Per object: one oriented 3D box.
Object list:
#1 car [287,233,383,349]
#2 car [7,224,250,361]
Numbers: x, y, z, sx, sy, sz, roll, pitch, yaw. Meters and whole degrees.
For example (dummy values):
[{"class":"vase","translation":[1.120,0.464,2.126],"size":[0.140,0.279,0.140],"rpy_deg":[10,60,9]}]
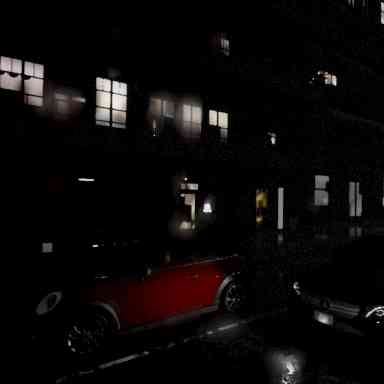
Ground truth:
[{"class":"car","translation":[3.757,1.526,6.081],"size":[4.674,1.442,1.812],"rpy_deg":[0,0,-36]},{"class":"car","translation":[-0.942,1.441,5.876],"size":[4.097,1.590,1.967],"rpy_deg":[0,1,-36]}]
